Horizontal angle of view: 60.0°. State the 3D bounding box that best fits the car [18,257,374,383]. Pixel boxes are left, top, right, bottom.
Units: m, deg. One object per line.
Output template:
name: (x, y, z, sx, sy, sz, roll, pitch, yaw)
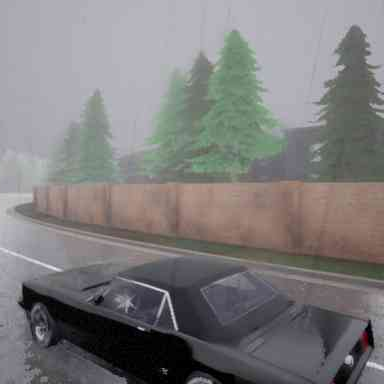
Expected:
car: (-0.373, 1.579, 4.435, 4.718, 1.301, 1.895, 1, 0, 38)
